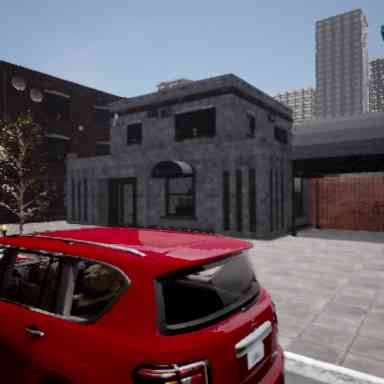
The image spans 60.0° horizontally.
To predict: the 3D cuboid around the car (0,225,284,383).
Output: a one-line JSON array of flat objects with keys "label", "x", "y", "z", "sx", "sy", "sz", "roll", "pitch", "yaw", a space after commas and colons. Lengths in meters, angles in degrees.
[{"label": "car", "x": -1.459, "y": 1.335, "z": 3.922, "sx": 5.009, "sy": 1.841, "sz": 2.192, "roll": 0, "pitch": 0, "yaw": 36}]
